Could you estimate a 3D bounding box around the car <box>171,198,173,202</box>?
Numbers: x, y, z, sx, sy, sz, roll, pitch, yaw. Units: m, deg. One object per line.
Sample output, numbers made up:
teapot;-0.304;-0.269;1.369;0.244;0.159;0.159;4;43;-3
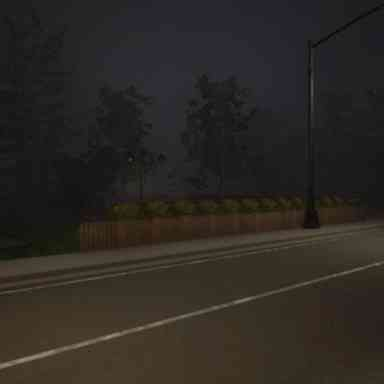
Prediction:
car;-5.434;1.379;62.871;1.895;1.301;4.718;-1;0;-36
